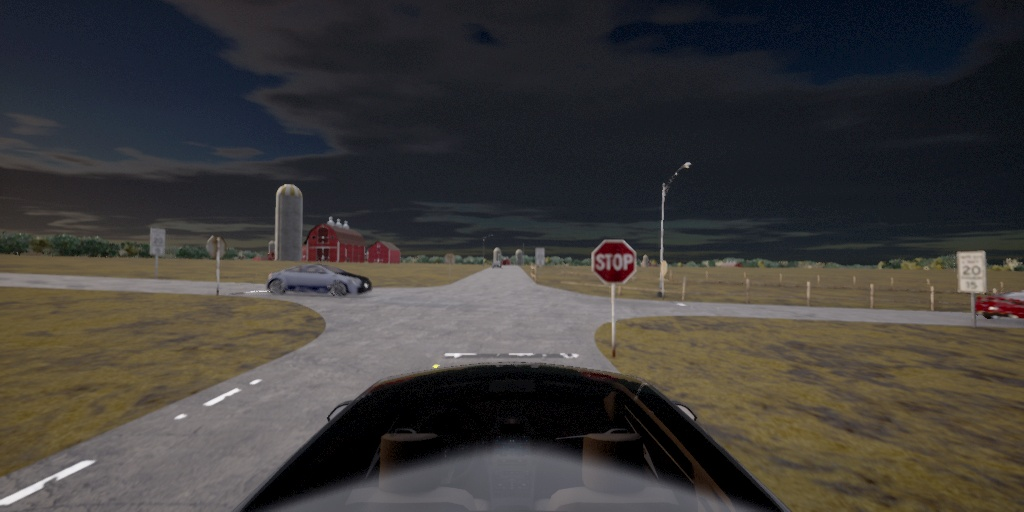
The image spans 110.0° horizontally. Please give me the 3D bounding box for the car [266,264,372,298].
[{"bbox_3d":[-8.574,1.066,16.158,4.181,1.385,1.994,3,-2,0],"label":"car"}]

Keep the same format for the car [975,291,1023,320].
[{"bbox_3d":[24.466,2.343,16.393,5.008,1.535,1.882,2,-2,0],"label":"car"}]
